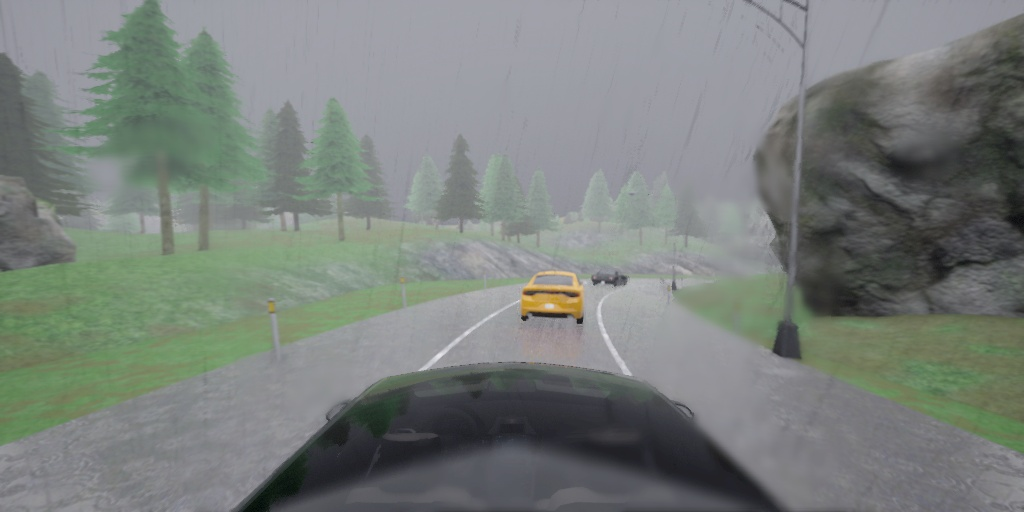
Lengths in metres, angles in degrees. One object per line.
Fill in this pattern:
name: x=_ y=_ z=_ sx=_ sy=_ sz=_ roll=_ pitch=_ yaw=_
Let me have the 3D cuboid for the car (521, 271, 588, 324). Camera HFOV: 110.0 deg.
car: x=1.564 y=1.268 z=12.471 sx=1.882 sy=1.535 sz=5.008 roll=1 pitch=0 yaw=12

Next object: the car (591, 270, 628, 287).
car: x=8.005 y=1.783 z=28.980 sx=1.895 sy=1.301 sz=4.718 roll=3 pitch=-1 yaw=30
